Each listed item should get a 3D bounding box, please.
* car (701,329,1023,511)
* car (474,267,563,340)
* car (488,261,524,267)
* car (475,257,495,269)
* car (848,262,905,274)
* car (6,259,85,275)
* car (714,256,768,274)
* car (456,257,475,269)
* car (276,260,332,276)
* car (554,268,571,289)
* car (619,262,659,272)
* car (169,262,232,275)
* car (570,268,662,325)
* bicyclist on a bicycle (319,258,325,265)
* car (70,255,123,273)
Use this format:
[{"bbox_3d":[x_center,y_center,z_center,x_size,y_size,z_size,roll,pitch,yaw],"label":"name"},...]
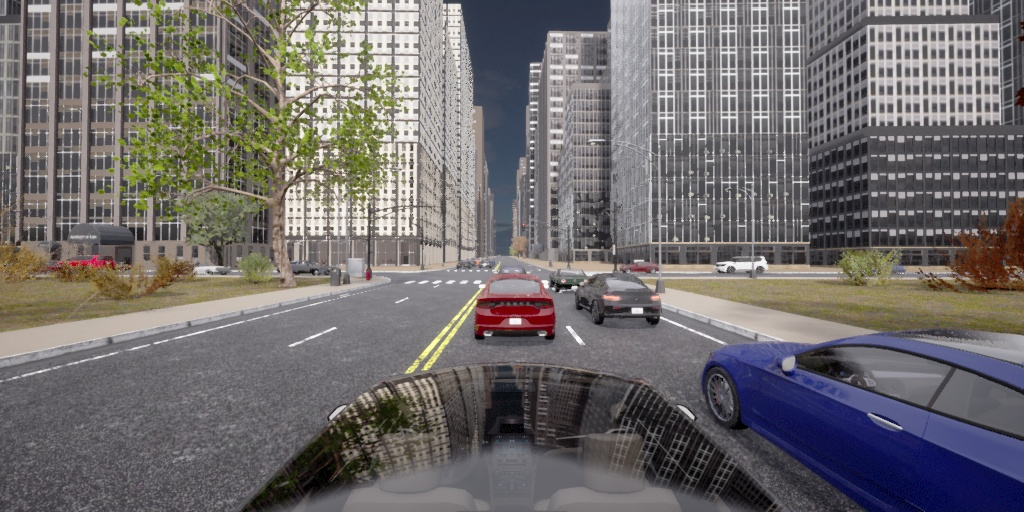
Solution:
[{"bbox_3d":[3.338,1.276,2.655,1.812,1.442,4.674,0,0,0],"label":"car"},{"bbox_3d":[0.058,1.229,10.032,1.882,1.535,5.008,0,0,0],"label":"car"},{"bbox_3d":[0.005,1.243,19.536,2.128,1.511,4.902,0,0,0],"label":"car"},{"bbox_3d":[-4.182,1.222,57.185,2.128,1.511,4.902,0,0,0],"label":"car"},{"bbox_3d":[42.352,1.421,41.775,5.357,1.411,2.033,0,-1,2],"label":"car"},{"bbox_3d":[-44.695,1.219,34.420,4.718,1.301,1.895,0,-1,2],"label":"car"},{"bbox_3d":[26.872,1.075,42.141,5.566,2.045,2.150,0,-1,1],"label":"car"},{"bbox_3d":[-7.408,1.295,55.751,1.994,1.385,4.181,0,0,-1],"label":"car"},{"bbox_3d":[-19.454,1.146,33.778,4.902,1.511,2.128,0,-1,1],"label":"car"},{"bbox_3d":[3.250,1.352,20.914,1.895,1.301,4.718,0,0,0],"label":"car"},{"bbox_3d":[15.075,1.368,42.398,4.674,1.442,1.812,0,-1,2],"label":"car"},{"bbox_3d":[-29.528,1.241,34.026,4.718,1.301,1.895,0,-1,1],"label":"car"},{"bbox_3d":[3.294,1.277,11.756,1.812,1.442,4.674,0,0,0],"label":"car"},{"bbox_3d":[-25.404,1.149,48.039,0.582,1.620,1.656,0,-1,1],"label":"bicyclist on a bicycle"},{"bbox_3d":[-48.876,0.929,41.154,5.566,2.045,2.150,0,-1,2],"label":"car"}]
